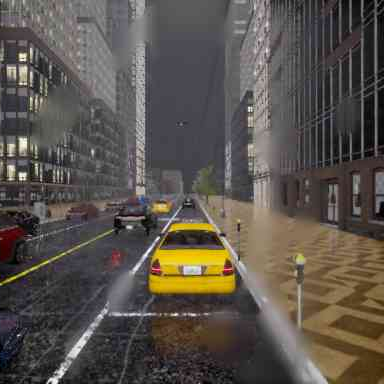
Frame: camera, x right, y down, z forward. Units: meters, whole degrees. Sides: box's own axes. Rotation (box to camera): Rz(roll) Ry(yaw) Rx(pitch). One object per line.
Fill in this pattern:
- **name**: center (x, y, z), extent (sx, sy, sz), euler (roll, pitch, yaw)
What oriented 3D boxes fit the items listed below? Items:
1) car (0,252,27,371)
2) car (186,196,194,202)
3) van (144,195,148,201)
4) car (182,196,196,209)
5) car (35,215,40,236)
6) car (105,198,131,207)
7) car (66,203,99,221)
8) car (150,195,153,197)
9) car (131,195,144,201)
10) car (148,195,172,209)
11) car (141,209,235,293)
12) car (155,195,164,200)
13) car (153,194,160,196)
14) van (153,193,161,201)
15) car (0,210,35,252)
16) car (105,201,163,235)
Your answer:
- **car**: center (-3.042, 1.547, 1.793), extent (2.033, 1.411, 5.357), euler (0, 0, 0)
- **car**: center (-0.452, 1.533, 78.399), extent (1.802, 1.307, 4.206), euler (0, 0, 0)
- **van**: center (-8.832, 1.315, 55.646), extent (1.690, 1.788, 3.998), euler (0, 0, 0)
- **car**: center (-0.452, 1.548, 44.248), extent (1.947, 1.339, 4.313), euler (0, 0, 0)
- **car**: center (-8.833, 1.563, 15.800), extent (1.947, 1.339, 4.313), euler (0, 0, 0)
- **car**: center (-8.833, 1.537, 38.569), extent (2.008, 1.369, 4.403), euler (0, 0, 0)
- **car**: center (-8.832, 1.575, 27.183), extent (1.802, 1.307, 4.206), euler (0, 0, 0)
- **car**: center (-8.833, 1.551, 61.338), extent (1.802, 1.307, 4.206), euler (0, 0, 0)
- **car**: center (-8.833, 1.523, 49.953), extent (1.887, 1.381, 4.507), euler (0, 0, 0)
- **car**: center (-3.146, 1.444, 35.329), extent (1.801, 1.575, 5.366), euler (0, 0, 0)
- **car**: center (0.004, 1.456, 8.839), extent (1.801, 1.575, 5.366), euler (0, 0, 0)
- **car**: center (-8.832, 1.504, 89.799), extent (1.947, 1.339, 4.313), euler (0, 0, 0)
- **car**: center (-8.832, 1.391, 78.413), extent (1.967, 1.590, 4.097), euler (0, 0, 0)
- **van**: center (-8.831, 1.286, 84.106), extent (1.690, 1.788, 3.998), euler (0, 0, 0)
- **car**: center (-6.246, 1.351, 8.577), extent (2.097, 1.767, 4.553), euler (0, 0, 0)
- **car**: center (-3.044, 1.488, 18.629), extent (2.128, 1.511, 4.902), euler (0, 0, 0)
